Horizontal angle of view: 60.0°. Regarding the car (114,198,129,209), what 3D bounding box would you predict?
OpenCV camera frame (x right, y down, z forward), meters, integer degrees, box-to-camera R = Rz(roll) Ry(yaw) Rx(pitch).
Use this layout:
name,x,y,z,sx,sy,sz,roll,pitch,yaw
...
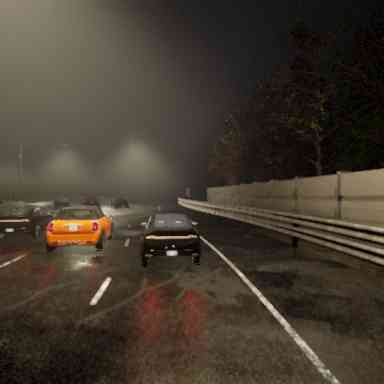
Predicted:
name,x,y,z,sx,sy,sz,roll,pitch,yaw
car,-9.851,1.542,45.058,1.837,1.490,4.892,0,0,-24

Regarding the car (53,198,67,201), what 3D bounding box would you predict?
name,x,y,z,sx,sy,sz,roll,pitch,yaw
car,-18.580,1.559,47.154,2.128,1.511,4.902,0,0,-27

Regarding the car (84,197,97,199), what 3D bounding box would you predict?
name,x,y,z,sx,sy,sz,roll,pitch,yaw
car,-13.975,1.402,45.638,2.097,1.767,4.553,0,0,-24

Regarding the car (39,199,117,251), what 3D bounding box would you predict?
name,x,y,z,sx,sy,sz,roll,pitch,yaw
car,-4.677,1.369,14.397,2.097,1.767,4.553,0,0,-8

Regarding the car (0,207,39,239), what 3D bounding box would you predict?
name,x,y,z,sx,sy,sz,roll,pitch,yaw
car,-8.688,1.523,17.524,2.128,1.511,4.902,0,0,-10

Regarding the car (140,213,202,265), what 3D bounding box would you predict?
name,x,y,z,sx,sy,sz,roll,pitch,yaw
car,-0.791,1.495,11.704,2.128,1.511,4.902,0,0,-6
